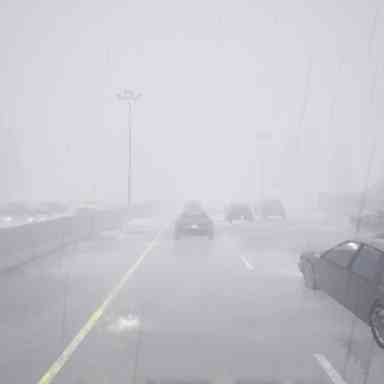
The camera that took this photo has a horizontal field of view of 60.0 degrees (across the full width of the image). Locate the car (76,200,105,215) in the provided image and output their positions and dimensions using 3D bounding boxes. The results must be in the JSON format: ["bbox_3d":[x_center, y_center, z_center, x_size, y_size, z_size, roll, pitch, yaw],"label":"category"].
[{"bbox_3d":[-10.480,1.552,34.679,1.882,1.535,5.008,0,0,0],"label":"car"}]

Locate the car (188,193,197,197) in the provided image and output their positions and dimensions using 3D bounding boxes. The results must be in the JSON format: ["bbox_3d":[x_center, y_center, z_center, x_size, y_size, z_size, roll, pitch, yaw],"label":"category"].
[{"bbox_3d":[0.102,1.263,95.639,2.150,2.045,5.566,0,0,0],"label":"car"}]

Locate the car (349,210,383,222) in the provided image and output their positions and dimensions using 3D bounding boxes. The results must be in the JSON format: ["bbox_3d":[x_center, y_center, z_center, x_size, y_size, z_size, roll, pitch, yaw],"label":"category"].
[{"bbox_3d":[10.618,1.651,18.440,1.895,1.301,4.718,0,0,0],"label":"car"}]

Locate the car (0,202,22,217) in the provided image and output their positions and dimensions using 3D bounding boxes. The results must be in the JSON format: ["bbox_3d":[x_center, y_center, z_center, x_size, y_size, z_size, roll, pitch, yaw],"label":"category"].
[{"bbox_3d":[-17.508,1.629,32.542,1.994,1.385,4.181,0,0,1],"label":"car"}]

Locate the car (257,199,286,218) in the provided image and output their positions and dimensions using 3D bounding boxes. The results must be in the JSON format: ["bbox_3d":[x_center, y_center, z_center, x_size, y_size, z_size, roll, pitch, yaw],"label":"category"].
[{"bbox_3d":[7.131,1.428,30.933,2.097,1.767,4.553,0,0,0],"label":"car"}]

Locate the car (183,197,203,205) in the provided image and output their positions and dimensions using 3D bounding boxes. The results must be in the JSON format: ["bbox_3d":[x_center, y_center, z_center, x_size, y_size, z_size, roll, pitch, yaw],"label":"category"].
[{"bbox_3d":[0.137,1.592,36.652,1.837,1.490,4.892,0,0,0],"label":"car"}]

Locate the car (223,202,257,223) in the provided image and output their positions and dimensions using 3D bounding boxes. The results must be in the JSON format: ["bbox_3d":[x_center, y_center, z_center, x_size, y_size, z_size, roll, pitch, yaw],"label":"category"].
[{"bbox_3d":[3.627,1.571,26.556,1.837,1.490,4.892,0,0,0],"label":"car"}]

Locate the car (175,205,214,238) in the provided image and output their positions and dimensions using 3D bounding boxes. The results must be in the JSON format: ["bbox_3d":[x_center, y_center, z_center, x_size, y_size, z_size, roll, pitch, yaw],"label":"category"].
[{"bbox_3d":[0.118,1.606,17.794,1.994,1.385,4.181,0,0,0],"label":"car"}]

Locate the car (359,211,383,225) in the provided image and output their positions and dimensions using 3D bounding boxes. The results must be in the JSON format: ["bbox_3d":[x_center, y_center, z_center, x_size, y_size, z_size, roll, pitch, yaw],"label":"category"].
[{"bbox_3d":[7.111,1.519,9.416,2.128,1.511,4.902,0,0,0],"label":"car"}]

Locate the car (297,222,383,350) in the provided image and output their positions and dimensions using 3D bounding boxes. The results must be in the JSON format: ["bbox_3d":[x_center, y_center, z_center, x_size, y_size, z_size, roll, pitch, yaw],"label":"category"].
[{"bbox_3d":[3.605,1.564,6.075,2.033,1.411,5.357,0,0,0],"label":"car"}]

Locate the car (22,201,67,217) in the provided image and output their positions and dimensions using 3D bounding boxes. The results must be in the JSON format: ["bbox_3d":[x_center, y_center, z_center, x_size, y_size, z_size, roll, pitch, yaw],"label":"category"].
[{"bbox_3d":[-14.005,1.615,32.502,2.033,1.411,5.357,0,0,1],"label":"car"}]
